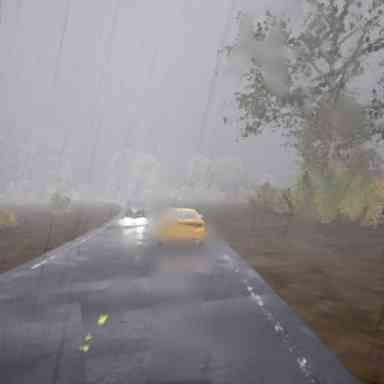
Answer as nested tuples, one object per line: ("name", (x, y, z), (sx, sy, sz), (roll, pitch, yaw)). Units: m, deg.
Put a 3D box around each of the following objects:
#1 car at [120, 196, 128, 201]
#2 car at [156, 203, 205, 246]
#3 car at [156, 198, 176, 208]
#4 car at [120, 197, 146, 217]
("car", (-14.520, 1.643, 72.454), (1.994, 1.385, 4.181), (0, 0, -17))
("car", (-0.511, 1.485, 15.325), (1.882, 1.535, 5.008), (0, 0, -4))
("car", (-2.791, 1.402, 35.876), (2.097, 1.767, 4.553), (0, 0, -9))
("car", (-5.456, 1.537, 32.091), (2.128, 1.511, 4.902), (0, 0, -8))
